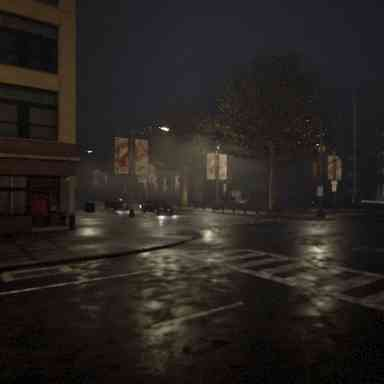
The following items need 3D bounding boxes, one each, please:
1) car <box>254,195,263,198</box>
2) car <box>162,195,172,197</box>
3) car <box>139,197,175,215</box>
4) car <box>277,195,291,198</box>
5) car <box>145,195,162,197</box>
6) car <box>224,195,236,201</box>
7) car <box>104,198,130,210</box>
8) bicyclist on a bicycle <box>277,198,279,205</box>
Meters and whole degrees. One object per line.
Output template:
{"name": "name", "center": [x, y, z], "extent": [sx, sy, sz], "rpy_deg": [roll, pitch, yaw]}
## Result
{"name": "car", "center": [17.736, 1.497, 83.156], "extent": [1.895, 1.301, 4.718], "rpy_deg": [0, 0, -36]}
{"name": "car", "center": [-5.094, 1.369, 61.934], "extent": [2.097, 1.767, 4.553], "rpy_deg": [0, 0, -36]}
{"name": "car", "center": [-3.625, 1.514, 33.978], "extent": [1.837, 1.490, 4.892], "rpy_deg": [0, 0, -36]}
{"name": "car", "center": [18.537, 1.350, 69.222], "extent": [2.002, 1.452, 4.674], "rpy_deg": [0, 0, -36]}
{"name": "car", "center": [-7.956, 1.520, 59.919], "extent": [1.837, 1.490, 4.892], "rpy_deg": [0, 0, -36]}
{"name": "car", "center": [8.073, 1.441, 76.723], "extent": [2.161, 1.482, 4.786], "rpy_deg": [0, 0, -36]}
{"name": "car", "center": [-9.597, 1.500, 42.351], "extent": [2.128, 1.511, 4.902], "rpy_deg": [0, 0, -36]}
{"name": "bicyclist on a bicycle", "center": [12.722, 1.322, 50.611], "extent": [1.656, 1.620, 0.582], "rpy_deg": [0, 0, -36]}
